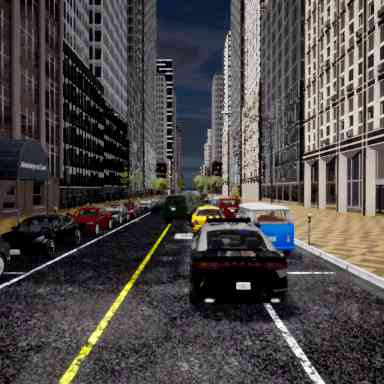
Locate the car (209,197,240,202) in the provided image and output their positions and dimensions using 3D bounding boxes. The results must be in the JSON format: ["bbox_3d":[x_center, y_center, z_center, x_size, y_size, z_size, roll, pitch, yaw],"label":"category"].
[{"bbox_3d":[2.654,1.311,24.271,2.192,1.841,5.009,-1,0,0],"label":"car"}]

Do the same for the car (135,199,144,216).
[{"bbox_3d":[-5.729,1.577,29.946,1.802,1.307,4.206,-1,0,0],"label":"car"}]

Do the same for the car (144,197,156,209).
[{"bbox_3d":[-5.741,1.544,41.313,2.008,1.369,4.403,-1,0,0],"label":"car"}]

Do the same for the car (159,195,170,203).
[{"bbox_3d":[-5.771,1.426,69.731,1.967,1.590,4.097,-1,0,0],"label":"car"}]

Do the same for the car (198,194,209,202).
[{"bbox_3d":[2.602,1.300,75.424,2.192,1.841,5.009,-1,0,0],"label":"car"}]

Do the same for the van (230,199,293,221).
[{"bbox_3d":[2.666,1.339,12.903,1.690,1.788,3.998,-1,0,0],"label":"van"}]

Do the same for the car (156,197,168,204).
[{"bbox_3d":[-5.764,1.569,64.047,1.802,1.307,4.206,-1,0,0],"label":"car"}]

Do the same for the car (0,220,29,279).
[{"bbox_3d":[-5.707,1.550,7.211,2.008,1.369,4.403,-1,0,0],"label":"car"}]

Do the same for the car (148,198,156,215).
[{"bbox_3d":[-3.034,1.595,33.920,1.895,1.301,4.718,0,0,0],"label":"car"}]

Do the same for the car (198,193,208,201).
[{"bbox_3d":[2.597,1.298,81.108,2.192,1.841,5.009,-1,0,0],"label":"car"}]

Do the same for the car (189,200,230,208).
[{"bbox_3d":[0.880,1.452,18.437,1.801,1.575,5.366,0,0,0],"label":"car"}]

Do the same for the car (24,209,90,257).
[{"bbox_3d":[-5.712,1.564,12.895,1.947,1.339,4.313,-1,0,0],"label":"car"}]

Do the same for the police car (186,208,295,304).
[{"bbox_3d":[0.889,1.424,8.358,1.930,1.638,5.238,0,0,0],"label":"police car"}]

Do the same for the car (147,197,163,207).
[{"bbox_3d":[-5.753,1.541,52.680,2.008,1.369,4.403,-1,0,0],"label":"car"}]

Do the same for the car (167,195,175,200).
[{"bbox_3d":[-5.793,1.545,92.466,1.947,1.339,4.313,-1,0,0],"label":"car"}]

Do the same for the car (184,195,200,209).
[{"bbox_3d":[-0.028,1.344,46.158,2.097,1.767,4.553,0,0,0],"label":"car"}]

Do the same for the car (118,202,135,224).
[{"bbox_3d":[-5.725,1.547,24.262,2.008,1.369,4.403,-1,0,0],"label":"car"}]

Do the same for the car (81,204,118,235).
[{"bbox_3d":[-5.718,1.542,18.579,1.887,1.381,4.507,-1,0,0],"label":"car"}]

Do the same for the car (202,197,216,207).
[{"bbox_3d":[2.628,1.541,52.688,2.008,1.369,4.403,-1,0,0],"label":"car"}]

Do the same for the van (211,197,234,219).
[{"bbox_3d":[2.649,1.336,29.954,1.690,1.788,3.998,-1,0,0],"label":"van"}]

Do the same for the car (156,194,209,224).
[{"bbox_3d":[-0.169,1.216,24.631,2.150,2.045,5.566,-1,0,24],"label":"car"}]

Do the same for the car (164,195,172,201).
[{"bbox_3d":[-5.781,1.508,80.929,1.752,1.417,4.829,-1,0,0],"label":"car"}]

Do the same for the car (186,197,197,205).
[{"bbox_3d":[-0.062,1.553,59.258,1.994,1.385,4.181,0,0,0],"label":"car"}]
